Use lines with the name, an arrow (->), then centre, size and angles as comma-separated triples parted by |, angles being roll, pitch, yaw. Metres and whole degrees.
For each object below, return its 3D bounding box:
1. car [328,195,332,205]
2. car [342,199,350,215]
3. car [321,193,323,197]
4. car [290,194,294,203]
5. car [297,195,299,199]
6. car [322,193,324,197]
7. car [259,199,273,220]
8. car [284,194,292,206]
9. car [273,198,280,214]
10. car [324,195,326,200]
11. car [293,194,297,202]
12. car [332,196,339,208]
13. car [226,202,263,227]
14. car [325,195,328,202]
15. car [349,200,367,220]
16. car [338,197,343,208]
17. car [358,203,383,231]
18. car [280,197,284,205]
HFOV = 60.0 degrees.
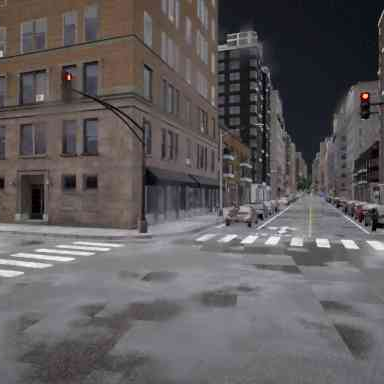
car -> 24.635, 1.548, 56.412 | 2.008, 1.369, 4.403 | 1, 0, 20
car -> 15.280, 1.552, 30.389 | 2.008, 1.369, 4.403 | 1, 0, 20
car -> 35.863, 1.430, 87.639 | 1.967, 1.590, 4.097 | 1, 0, 20
car -> 16.608, 1.563, 59.283 | 1.947, 1.339, 4.313 | 1, 0, 20
car -> 22.222, 1.308, 74.892 | 2.192, 1.841, 5.009 | 1, 0, 20
car -> 33.992, 1.431, 82.434 | 1.967, 1.590, 4.097 | 1, 0, 20
car -> 5.384, 1.567, 28.064 | 1.947, 1.339, 4.313 | 1, 0, 20
car -> 14.680, 1.524, 53.920 | 1.752, 1.417, 4.829 | 1, 0, 20
car -> 7.255, 1.552, 33.267 | 2.008, 1.369, 4.403 | 1, 0, 20
car -> 30.249, 1.575, 72.026 | 1.802, 1.307, 4.206 | 1, 0, 20
car -> 20.350, 1.560, 69.690 | 1.947, 1.339, 4.313 | 1, 0, 20
car -> 20.893, 1.566, 46.003 | 1.947, 1.339, 4.313 | 1, 0, 20
car -> 3.513, 1.584, 22.860 | 1.802, 1.307, 4.206 | 1, 0, 20
car -> 28.378, 1.560, 66.821 | 1.947, 1.339, 4.313 | 1, 0, 20
car -> 13.409, 1.546, 25.184 | 1.887, 1.381, 4.507 | 1, 0, 20
car -> 17.151, 1.546, 35.593 | 1.887, 1.381, 4.507 | 1, 0, 20
car -> 11.537, 1.568, 19.980 | 1.947, 1.339, 4.313 | 1, 0, 20
car -> 9.126, 1.546, 38.470 | 1.887, 1.381, 4.507 | 1, 0, 20
